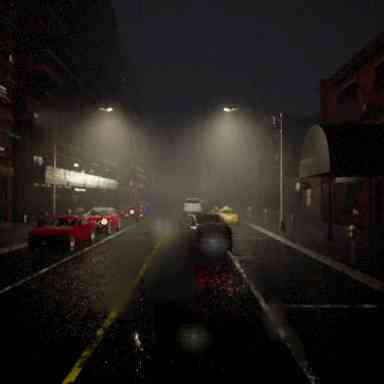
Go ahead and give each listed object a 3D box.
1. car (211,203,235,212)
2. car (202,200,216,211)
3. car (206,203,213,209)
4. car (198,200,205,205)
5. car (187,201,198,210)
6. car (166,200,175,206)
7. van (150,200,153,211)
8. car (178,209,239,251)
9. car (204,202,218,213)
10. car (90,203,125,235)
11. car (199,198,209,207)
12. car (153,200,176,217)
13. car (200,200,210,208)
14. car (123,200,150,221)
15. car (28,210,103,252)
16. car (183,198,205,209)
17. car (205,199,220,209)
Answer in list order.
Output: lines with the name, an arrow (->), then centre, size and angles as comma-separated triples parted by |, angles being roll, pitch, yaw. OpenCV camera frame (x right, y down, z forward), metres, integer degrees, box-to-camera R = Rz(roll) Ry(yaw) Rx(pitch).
car -> 2.691, 1.883, 26.233 | 1.752, 1.417, 4.829 | 0, -1, 0
car -> 2.689, 2.192, 53.757 | 1.967, 1.590, 4.097 | 0, -1, 0
car -> 2.690, 1.983, 31.601 | 2.008, 1.369, 4.403 | 0, -1, 0
car -> 2.686, 2.907, 92.526 | 1.947, 1.339, 4.313 | 0, -1, 0
car -> 0.097, 2.349, 58.658 | 1.812, 1.442, 4.674 | 0, -1, 0
car -> -5.693, 2.803, 86.986 | 2.008, 1.369, 4.403 | 0, -1, 0
van -> -5.690, 1.851, 37.143 | 1.690, 1.788, 3.998 | 0, -1, 0
car -> 0.533, 1.709, 15.116 | 1.837, 1.490, 4.892 | 0, -1, -7
car -> 2.690, 2.197, 48.387 | 1.752, 1.417, 4.829 | 0, -1, 0
car -> -5.689, 1.719, 20.524 | 1.967, 1.590, 4.097 | 0, -1, 0
car -> 2.688, 2.397, 75.916 | 2.192, 1.841, 5.009 | 0, -1, 0
car -> -3.096, 2.018, 38.313 | 2.128, 1.511, 4.902 | 0, -1, 0
car -> 2.689, 2.439, 70.374 | 1.967, 1.590, 4.097 | 0, -1, 0
car -> -5.689, 1.747, 31.604 | 2.192, 1.841, 5.009 | 0, -1, 0
car -> -5.689, 1.748, 14.985 | 1.887, 1.381, 4.507 | 0, -1, 0
car -> 0.099, 1.789, 41.042 | 2.150, 2.045, 5.566 | 0, -1, 0
car -> 2.691, 1.905, 42.682 | 2.192, 1.841, 5.009 | 0, -1, 0
